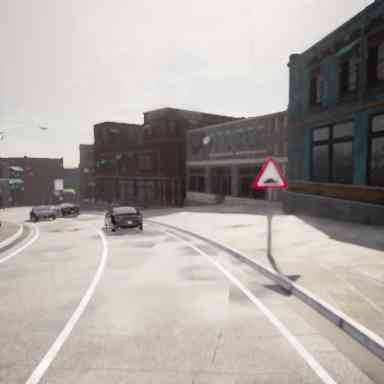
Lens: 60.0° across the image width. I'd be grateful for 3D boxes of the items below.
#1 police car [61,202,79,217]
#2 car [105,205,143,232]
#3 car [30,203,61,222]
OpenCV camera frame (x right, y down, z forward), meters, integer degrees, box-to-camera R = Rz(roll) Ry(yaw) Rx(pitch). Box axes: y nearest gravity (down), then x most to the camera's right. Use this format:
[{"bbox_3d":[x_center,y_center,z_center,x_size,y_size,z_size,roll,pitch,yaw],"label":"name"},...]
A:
[{"bbox_3d":[-14.890,2.014,38.982,1.930,1.638,5.238,-4,1,-39],"label":"police car"},{"bbox_3d":[-4.562,1.621,21.862,1.882,1.535,5.008,-2,1,-21],"label":"car"},{"bbox_3d":[-15.086,2.149,33.588,1.837,1.490,4.892,-3,0,-35],"label":"car"}]
